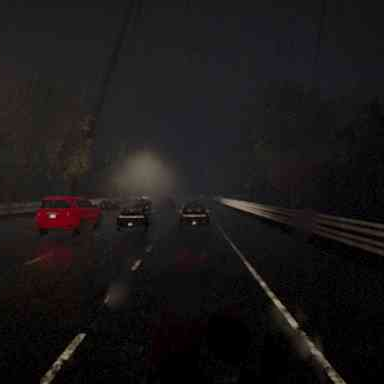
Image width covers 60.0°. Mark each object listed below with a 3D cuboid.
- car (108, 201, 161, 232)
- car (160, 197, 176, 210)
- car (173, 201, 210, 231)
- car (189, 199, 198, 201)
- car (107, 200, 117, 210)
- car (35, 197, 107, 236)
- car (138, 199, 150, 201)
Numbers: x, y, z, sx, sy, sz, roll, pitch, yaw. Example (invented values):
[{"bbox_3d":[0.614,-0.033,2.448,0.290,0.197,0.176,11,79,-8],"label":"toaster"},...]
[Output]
[{"bbox_3d":[-3.367,1.569,20.599,2.128,1.511,4.902,0,0,0],"label":"car"},{"bbox_3d":[-3.312,1.524,45.225,2.097,1.767,4.553,0,0,0],"label":"car"},{"bbox_3d":[0.134,1.574,21.433,2.128,1.511,4.902,0,0,0],"label":"car"},{"bbox_3d":[0.195,1.749,47.840,1.994,1.385,4.181,0,0,0],"label":"car"},{"bbox_3d":[-10.315,1.703,41.356,2.033,1.411,5.357,0,0,0],"label":"car"},{"bbox_3d":[-6.871,1.293,19.105,2.150,2.045,5.566,0,0,0],"label":"car"},{"bbox_3d":[-6.806,1.674,47.602,2.128,1.511,4.902,0,0,0],"label":"car"}]
